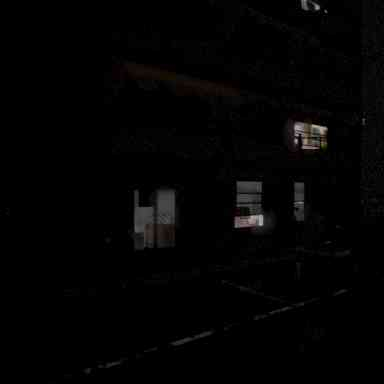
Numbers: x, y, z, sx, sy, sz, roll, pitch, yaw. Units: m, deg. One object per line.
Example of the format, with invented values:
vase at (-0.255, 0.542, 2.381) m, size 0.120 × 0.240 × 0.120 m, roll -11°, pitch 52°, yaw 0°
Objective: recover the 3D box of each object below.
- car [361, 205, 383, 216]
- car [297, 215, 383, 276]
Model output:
car at (16.821, 1.883, 32.091) m, size 1.895 × 1.301 × 4.718 m, roll 0°, pitch -1°, yaw -36°
car at (5.042, 1.580, 10.230) m, size 4.206 × 1.307 × 1.802 m, roll 0°, pitch 0°, yaw -36°
